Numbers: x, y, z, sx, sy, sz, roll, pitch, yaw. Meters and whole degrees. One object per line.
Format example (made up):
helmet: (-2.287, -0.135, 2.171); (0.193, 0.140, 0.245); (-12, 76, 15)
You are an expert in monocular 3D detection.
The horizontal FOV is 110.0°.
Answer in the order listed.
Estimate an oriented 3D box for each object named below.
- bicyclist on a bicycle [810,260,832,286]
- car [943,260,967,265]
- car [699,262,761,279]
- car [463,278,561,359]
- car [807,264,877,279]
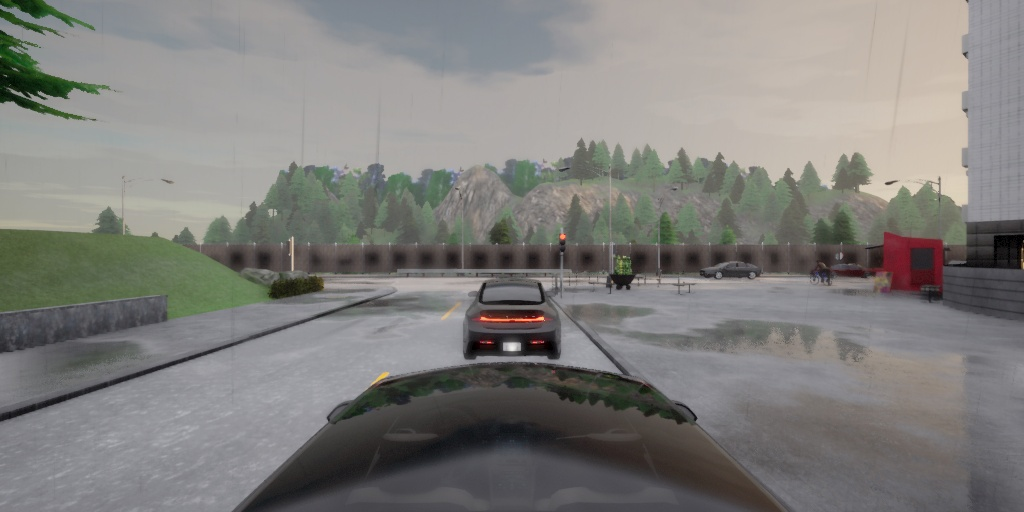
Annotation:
bicyclist on a bicycle: (19.804, 1.099, 22.992); (0.582, 1.620, 1.656); (0, 0, -1)
car: (39.675, 1.103, 31.547); (4.553, 1.767, 2.097); (0, 0, 0)
car: (19.046, 1.255, 31.384); (4.892, 1.490, 1.837); (0, 0, -1)
car: (-0.001, 1.255, 8.357); (1.837, 1.490, 4.892); (0, 0, 0)
car: (28.943, 1.351, 31.470); (4.718, 1.301, 1.895); (0, 0, 0)
